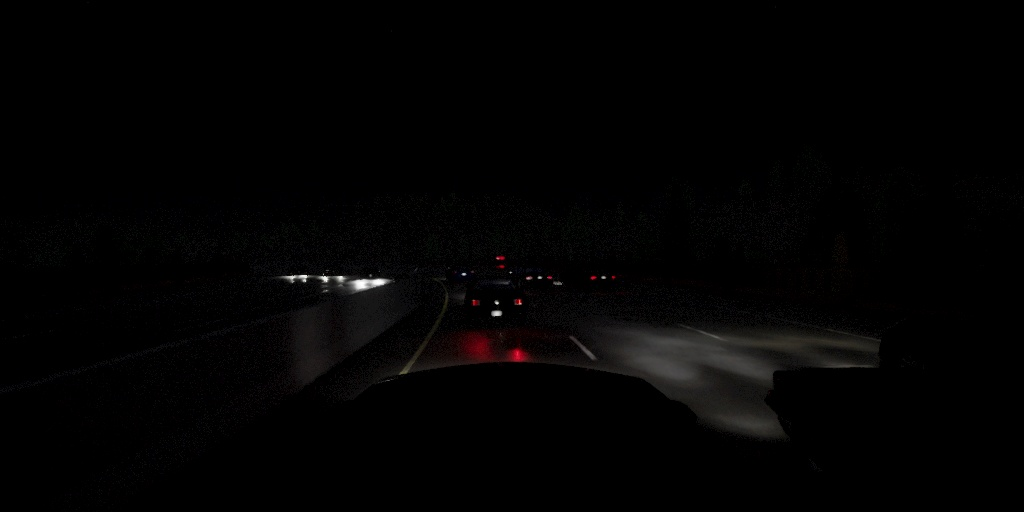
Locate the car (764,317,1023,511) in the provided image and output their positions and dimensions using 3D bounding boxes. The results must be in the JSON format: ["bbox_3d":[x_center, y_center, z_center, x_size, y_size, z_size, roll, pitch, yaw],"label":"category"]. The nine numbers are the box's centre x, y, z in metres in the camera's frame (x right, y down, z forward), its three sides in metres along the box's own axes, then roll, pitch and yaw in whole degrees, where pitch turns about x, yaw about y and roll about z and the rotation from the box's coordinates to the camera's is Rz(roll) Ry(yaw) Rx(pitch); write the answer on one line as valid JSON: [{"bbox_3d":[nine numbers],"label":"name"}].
[{"bbox_3d":[3.492,1.336,1.483,1.895,1.301,4.718,0,0,0],"label":"car"}]

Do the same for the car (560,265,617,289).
[{"bbox_3d":[4.693,1.291,22.830,2.033,1.411,5.357,0,0,-12],"label":"car"}]

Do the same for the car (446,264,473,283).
[{"bbox_3d":[-4.256,1.371,29.338,1.994,1.385,4.181,0,0,-17],"label":"car"}]

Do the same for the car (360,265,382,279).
[{"bbox_3d":[-13.602,1.484,34.544,1.895,1.301,4.718,0,0,-22],"label":"car"}]

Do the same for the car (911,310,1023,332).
[{"bbox_3d":[6.897,1.072,3.776,2.097,1.767,4.553,0,0,-1],"label":"car"}]

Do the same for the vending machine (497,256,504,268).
[{"bbox_3d":[-1.905,1.051,60.394,1.100,2.100,0.880,0,0,-32],"label":"vending machine"}]

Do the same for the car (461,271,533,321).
[{"bbox_3d":[-0.682,1.361,12.476,1.895,1.301,4.718,0,0,-6],"label":"car"}]

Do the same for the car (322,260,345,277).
[{"bbox_3d":[-19.858,1.455,39.975,1.837,1.490,4.892,0,-1,-27],"label":"car"}]

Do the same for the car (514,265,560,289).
[{"bbox_3d":[1.064,1.311,23.101,2.033,1.411,5.357,0,0,-13],"label":"car"}]

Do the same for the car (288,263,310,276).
[{"bbox_3d":[-24.560,1.559,41.463,1.994,1.385,4.181,0,0,-29],"label":"car"}]
